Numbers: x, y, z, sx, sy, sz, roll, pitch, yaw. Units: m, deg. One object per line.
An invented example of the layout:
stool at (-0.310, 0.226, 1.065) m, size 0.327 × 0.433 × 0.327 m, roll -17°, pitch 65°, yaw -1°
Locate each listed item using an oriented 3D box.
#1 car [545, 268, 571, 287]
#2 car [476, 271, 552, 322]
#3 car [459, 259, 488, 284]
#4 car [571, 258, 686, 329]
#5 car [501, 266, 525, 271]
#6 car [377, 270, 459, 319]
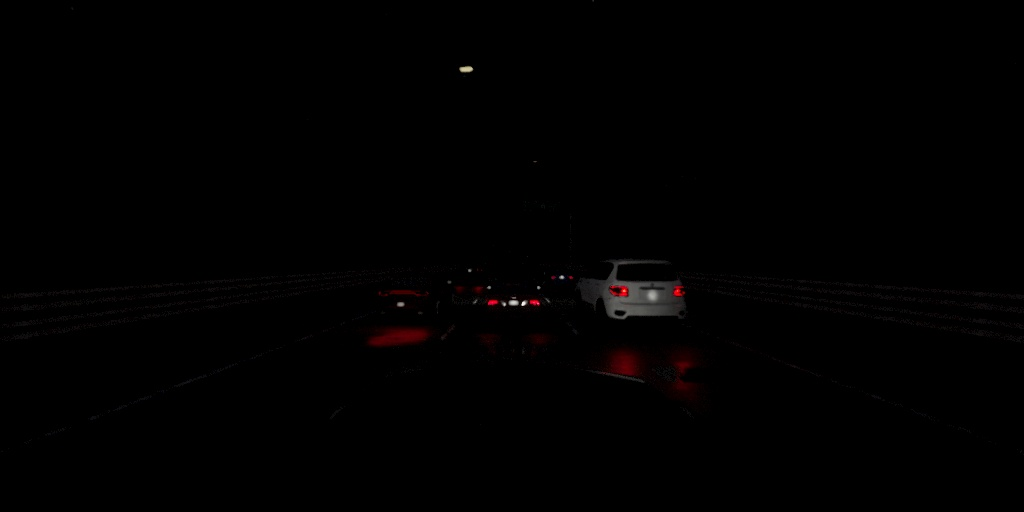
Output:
car at (3.567, 1.600, 27.834) m, size 2.033 × 1.411 × 5.357 m, roll 0°, pitch -1°, yaw 0°
car at (0.067, 1.423, 12.823) m, size 2.033 × 1.411 × 5.357 m, roll 0°, pitch -1°, yaw 0°
car at (-3.411, 1.321, 31.803) m, size 2.150 × 2.045 × 5.566 m, roll 0°, pitch -1°, yaw 0°
car at (3.569, 1.087, 11.816) m, size 2.150 × 2.045 × 5.566 m, roll 0°, pitch 0°, yaw 0°
car at (0.088, 1.620, 32.957) m, size 1.837 × 1.490 × 4.892 m, roll 0°, pitch -1°, yaw 0°
car at (-3.432, 1.362, 13.588) m, size 1.882 × 1.535 × 5.008 m, roll 0°, pitch 0°, yaw 0°
